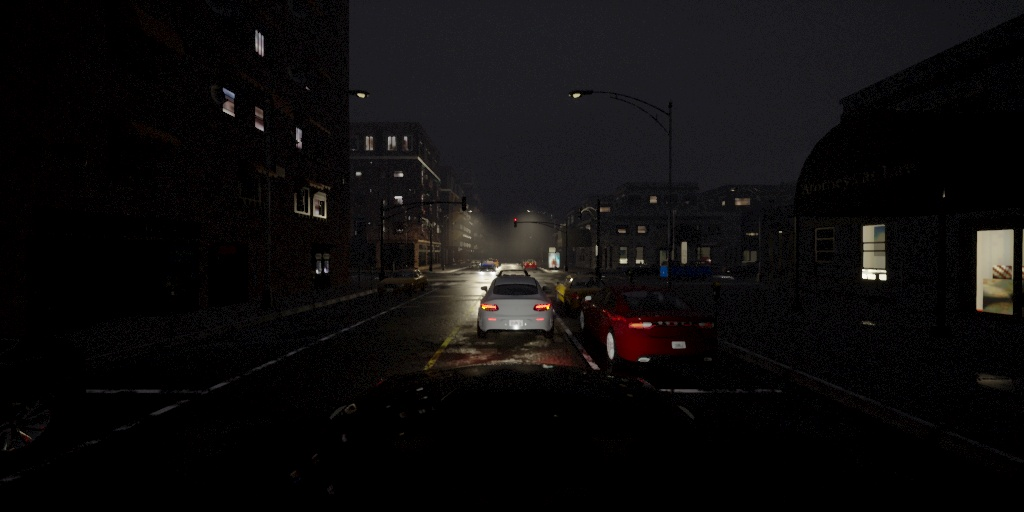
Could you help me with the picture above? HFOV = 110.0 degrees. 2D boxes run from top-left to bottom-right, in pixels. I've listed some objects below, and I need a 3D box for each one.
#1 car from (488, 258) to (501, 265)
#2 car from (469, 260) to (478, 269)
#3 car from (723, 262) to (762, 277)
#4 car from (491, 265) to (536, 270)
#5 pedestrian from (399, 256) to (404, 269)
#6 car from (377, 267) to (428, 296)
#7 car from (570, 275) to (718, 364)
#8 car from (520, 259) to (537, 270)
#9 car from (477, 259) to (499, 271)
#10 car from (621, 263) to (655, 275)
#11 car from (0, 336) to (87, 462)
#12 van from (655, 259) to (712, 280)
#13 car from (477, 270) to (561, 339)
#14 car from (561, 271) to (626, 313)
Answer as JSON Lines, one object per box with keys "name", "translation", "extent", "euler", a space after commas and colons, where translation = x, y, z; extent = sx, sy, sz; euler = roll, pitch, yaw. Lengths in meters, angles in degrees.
{"name": "car", "translation": [-3.180, 1.260, 59.515], "extent": [1.882, 1.535, 5.008], "euler": [0, 0, -1]}
{"name": "car", "translation": [-5.799, 1.330, 57.518], "extent": [2.007, 1.370, 4.403], "euler": [0, 0, 0]}
{"name": "car", "translation": [23.749, 1.371, 36.044], "extent": [4.181, 1.385, 1.994], "euler": [0, 0, 0]}
{"name": "car", "translation": [0.076, 1.353, 19.110], "extent": [1.895, 1.301, 4.718], "euler": [0, 0, 0]}
{"name": "pedestrian", "translation": [-12.707, 0.830, 41.234], "extent": [0.375, 1.860, 0.375], "euler": [0, 0, -1]}
{"name": "car", "translation": [-5.725, 1.278, 19.197], "extent": [1.751, 1.417, 4.829], "euler": [0, 0, 0]}
{"name": "car", "translation": [2.678, 1.295, 7.985], "extent": [1.888, 1.381, 4.507], "euler": [0, 0, 0]}
{"name": "car", "translation": [2.593, 1.212, 51.850], "extent": [1.967, 1.591, 4.097], "euler": [0, 0, 0]}
{"name": "car", "translation": [-3.203, 1.370, 48.577], "extent": [1.895, 1.301, 4.718], "euler": [0, 0, 1]}
{"name": "car", "translation": [13.423, 1.381, 35.949], "extent": [4.718, 1.301, 1.895], "euler": [0, 0, -1]}
{"name": "car", "translation": [-5.692, 1.316, 2.277], "extent": [1.948, 1.339, 4.313], "euler": [0, 0, 0]}
{"name": "van", "translation": [14.600, 1.163, 30.172], "extent": [3.998, 1.789, 1.690], "euler": [0, 0, -1]}
{"name": "car", "translation": [0.084, 1.276, 9.999], "extent": [1.812, 1.442, 4.674], "euler": [0, 0, 0]}
{"name": "car", "translation": [2.667, 1.276, 13.852], "extent": [1.751, 1.417, 4.829], "euler": [0, 0, 0]}
